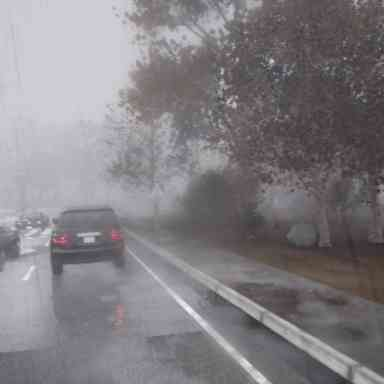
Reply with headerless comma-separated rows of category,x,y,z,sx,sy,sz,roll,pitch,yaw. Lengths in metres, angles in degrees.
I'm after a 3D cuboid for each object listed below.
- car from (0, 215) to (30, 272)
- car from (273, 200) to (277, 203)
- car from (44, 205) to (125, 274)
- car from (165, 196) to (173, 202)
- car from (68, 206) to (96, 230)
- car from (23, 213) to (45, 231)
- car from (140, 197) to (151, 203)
car,-7.379,1.866,11.788,2.128,1.511,4.902,-2,-1,-19
car,20.530,2.436,91.270,4.892,1.521,2.231,0,-3,40
car,-3.740,1.484,11.911,2.150,2.045,5.566,-2,0,-19
car,-4.572,1.599,77.091,1.895,1.301,4.718,-2,1,-34
car,-8.932,2.008,27.172,1.882,1.535,5.008,-2,0,-17
car,-11.960,2.212,25.293,1.895,1.301,4.718,-2,0,-17
car,-10.104,1.754,79.045,2.033,1.411,5.357,-2,1,-43
